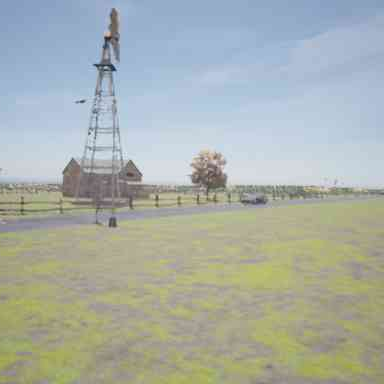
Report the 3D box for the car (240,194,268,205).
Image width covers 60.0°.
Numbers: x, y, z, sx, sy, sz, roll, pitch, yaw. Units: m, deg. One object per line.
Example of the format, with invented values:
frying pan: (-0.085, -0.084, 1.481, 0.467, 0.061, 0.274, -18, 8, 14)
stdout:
car: (8.997, 1.048, 47.676, 2.033, 1.411, 5.357, 2, 1, 39)
